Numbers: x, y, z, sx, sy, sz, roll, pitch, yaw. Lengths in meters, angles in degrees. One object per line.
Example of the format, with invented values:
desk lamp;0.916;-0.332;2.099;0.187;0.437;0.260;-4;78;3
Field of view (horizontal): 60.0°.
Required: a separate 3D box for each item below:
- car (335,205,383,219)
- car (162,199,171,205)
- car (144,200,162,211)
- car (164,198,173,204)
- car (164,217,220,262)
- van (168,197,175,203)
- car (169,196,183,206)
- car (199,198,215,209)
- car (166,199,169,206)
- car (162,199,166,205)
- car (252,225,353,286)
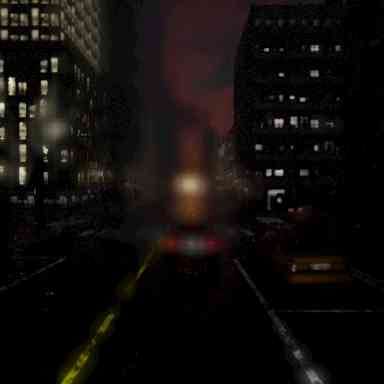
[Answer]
car;16.312;1.928;32.523;4.403;1.369;2.008;0;0;1
car;-5.707;2.270;75.614;1.802;1.307;4.206;-1;-1;0
car;-5.706;1.953;47.174;1.752;1.417;4.829;-1;-1;0
car;-5.708;2.284;81.269;1.887;1.381;4.507;-1;-1;0
car;0.011;1.662;12.530;2.033;1.411;5.357;0;0;0
van;-5.712;2.184;92.580;1.690;1.788;3.998;-1;-1;0
car;-3.005;1.845;68.190;2.150;2.045;5.566;0;0;0
car;2.674;2.032;52.998;2.008;1.369;4.403;-1;-1;0
car;-5.707;2.181;69.960;1.887;1.381;4.507;-1;-1;0
car;-5.706;2.047;52.997;1.947;1.339;4.313;-1;-1;0
car;2.807;1.613;9.561;1.752;1.417;4.829;-1;-1;0
